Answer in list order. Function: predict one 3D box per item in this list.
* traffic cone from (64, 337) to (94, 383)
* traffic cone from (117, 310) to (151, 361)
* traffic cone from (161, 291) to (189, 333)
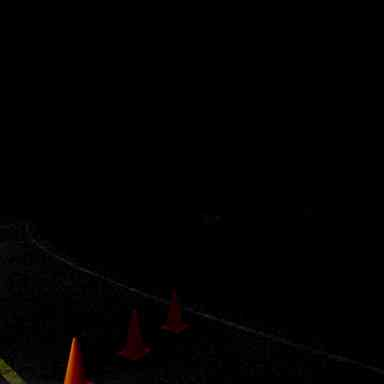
[{"bbox_3d":[-1.318,1.945,3.762,0.340,0.580,0.340,1,1,31],"label":"traffic cone"},{"bbox_3d":[-0.800,1.938,4.613,0.340,0.580,0.340,1,1,31],"label":"traffic cone"},{"bbox_3d":[-0.281,1.931,5.464,0.340,0.580,0.340,1,1,31],"label":"traffic cone"}]
